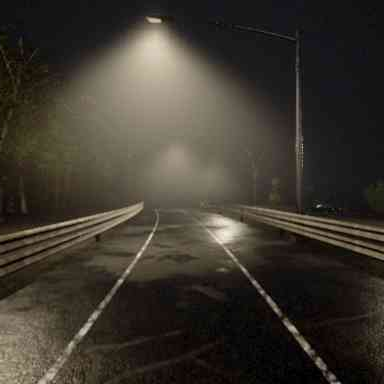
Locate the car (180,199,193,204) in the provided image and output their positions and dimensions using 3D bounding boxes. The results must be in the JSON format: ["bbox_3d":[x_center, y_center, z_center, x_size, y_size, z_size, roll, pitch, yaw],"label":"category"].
[{"bbox_3d":[-1.500,2.508,85.171,2.033,1.411,5.357,0,0,-26],"label":"car"}]

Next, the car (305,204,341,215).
[{"bbox_3d":[17.786,2.333,45.351,1.895,1.301,4.718,0,0,-26],"label":"car"}]
